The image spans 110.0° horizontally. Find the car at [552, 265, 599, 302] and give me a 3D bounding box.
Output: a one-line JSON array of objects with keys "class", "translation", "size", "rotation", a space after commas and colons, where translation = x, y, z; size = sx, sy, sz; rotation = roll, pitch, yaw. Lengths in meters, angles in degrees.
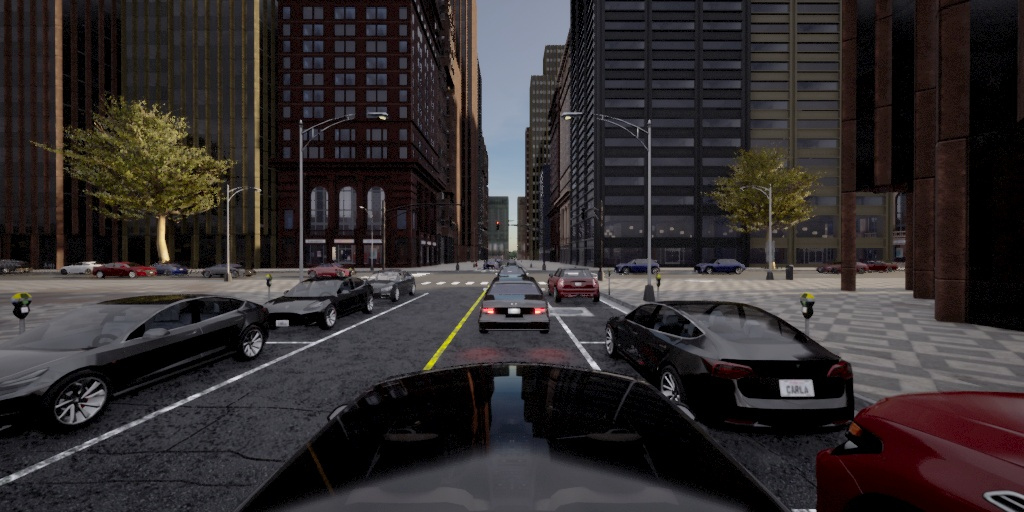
[{"class": "car", "translation": [2.759, 1.190, 16.822], "size": [1.967, 1.591, 4.097], "rotation": [0, 0, 0]}]

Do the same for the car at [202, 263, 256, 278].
[{"class": "car", "translation": [-27.477, 1.395, 34.889], "size": [4.181, 1.385, 1.994], "rotation": [0, 0, 0]}]

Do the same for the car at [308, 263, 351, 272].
[{"class": "car", "translation": [-17.471, 1.367, 34.909], "size": [4.181, 1.385, 1.994], "rotation": [0, 0, 0]}]

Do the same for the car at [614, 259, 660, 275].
[{"class": "car", "translation": [13.341, 1.062, 38.429], "size": [4.553, 1.767, 2.097], "rotation": [0, 0, 0]}]

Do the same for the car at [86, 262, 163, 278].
[{"class": "car", "translation": [-37.584, 1.337, 34.869], "size": [5.008, 1.535, 1.882], "rotation": [0, 0, 0]}]

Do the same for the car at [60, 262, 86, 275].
[{"class": "car", "translation": [-49.231, 1.387, 41.463], "size": [4.674, 1.442, 1.812], "rotation": [0, 0, 1]}]

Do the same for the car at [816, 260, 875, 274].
[{"class": "car", "translation": [35.388, 1.190, 38.472], "size": [4.674, 1.442, 1.812], "rotation": [-1, 0, 0]}]

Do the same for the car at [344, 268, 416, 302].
[{"class": "car", "translation": [-5.766, 1.301, 16.819], "size": [2.007, 1.370, 4.403], "rotation": [0, 0, 0]}]

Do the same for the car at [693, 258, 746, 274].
[{"class": "car", "translation": [22.056, 1.043, 38.449], "size": [4.553, 1.767, 2.097], "rotation": [0, 0, 0]}]

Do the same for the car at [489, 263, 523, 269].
[{"class": "car", "translation": [-0.005, 1.298, 20.729], "size": [2.033, 1.411, 5.357], "rotation": [0, 0, 0]}]

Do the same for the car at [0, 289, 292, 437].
[{"class": "car", "translation": [-5.764, 1.315, 5.546], "size": [1.948, 1.339, 4.313], "rotation": [0, 0, 0]}]

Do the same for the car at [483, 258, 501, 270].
[{"class": "car", "translation": [-3.064, 1.121, 53.135], "size": [2.097, 1.767, 4.553], "rotation": [0, 0, 0]}]

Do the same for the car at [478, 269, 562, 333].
[{"class": "car", "translation": [0.062, 1.297, 10.657], "size": [2.033, 1.411, 5.357], "rotation": [0, 0, 0]}]

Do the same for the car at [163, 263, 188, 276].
[{"class": "car", "translation": [-37.338, 1.405, 38.310], "size": [4.181, 1.385, 1.994], "rotation": [0, 0, 0]}]

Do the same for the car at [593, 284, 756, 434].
[{"class": "car", "translation": [2.761, 1.316, 5.550], "size": [1.948, 1.339, 4.313], "rotation": [0, 0, 0]}]

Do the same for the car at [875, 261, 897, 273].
[{"class": "car", "translation": [41.568, 1.238, 41.716], "size": [4.718, 1.301, 1.895], "rotation": [0, 0, 0]}]

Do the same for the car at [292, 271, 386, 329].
[{"class": "car", "translation": [-5.765, 1.316, 11.183], "size": [1.948, 1.339, 4.313], "rotation": [0, 0, 0]}]

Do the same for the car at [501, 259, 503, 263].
[{"class": "car", "translation": [-3.084, 1.342, 63.095], "size": [1.994, 1.385, 4.181], "rotation": [0, 0, 0]}]
